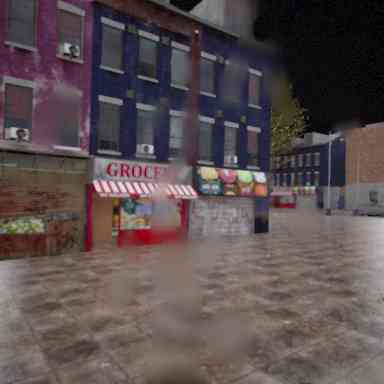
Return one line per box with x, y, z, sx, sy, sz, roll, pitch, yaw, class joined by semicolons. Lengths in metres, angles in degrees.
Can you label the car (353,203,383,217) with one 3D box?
16.032;1.597;28.273;1.994;1.385;4.181;2;-2;-35;car
